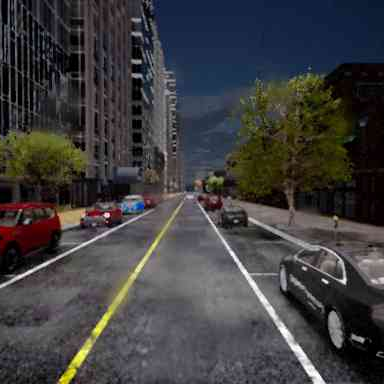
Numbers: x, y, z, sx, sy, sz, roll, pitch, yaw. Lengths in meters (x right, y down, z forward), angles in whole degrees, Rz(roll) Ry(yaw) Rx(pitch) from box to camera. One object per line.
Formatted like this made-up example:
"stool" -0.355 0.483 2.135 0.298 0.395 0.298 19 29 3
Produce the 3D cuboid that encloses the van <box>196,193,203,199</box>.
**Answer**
"van" 2.131 1.073 94.425 1.690 1.788 3.998 -1 0 0

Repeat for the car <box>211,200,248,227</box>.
"car" 2.571 1.481 21.744 2.008 1.369 4.403 -1 0 0

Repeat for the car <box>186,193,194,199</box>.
"car" -0.546 1.096 94.876 2.128 1.511 4.902 0 0 0

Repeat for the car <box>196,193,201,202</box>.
"car" 2.292 1.123 66.754 2.192 1.841 5.009 -1 0 0

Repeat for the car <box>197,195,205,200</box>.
"car" 2.201 1.344 83.357 1.802 1.307 4.206 -1 0 0

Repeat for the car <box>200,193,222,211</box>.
"car" 2.454 1.198 39.082 2.192 1.841 5.009 -1 0 0

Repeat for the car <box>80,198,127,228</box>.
"car" -5.834 1.407 21.711 1.967 1.590 4.097 -1 0 0

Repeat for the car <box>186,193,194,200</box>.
"car" -0.486 1.280 84.592 1.812 1.442 4.674 0 0 0

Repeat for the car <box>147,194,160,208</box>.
"car" -5.958 1.220 44.577 2.192 1.841 5.009 -1 0 0

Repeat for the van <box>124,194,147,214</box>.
"van" -5.894 1.276 33.508 1.690 1.788 3.998 -1 0 0

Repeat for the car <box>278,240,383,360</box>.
"car" 2.782 1.522 5.877 2.008 1.369 4.403 -1 0 0

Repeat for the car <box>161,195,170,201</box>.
"car" -6.147 1.340 77.616 1.752 1.417 4.829 -1 0 0

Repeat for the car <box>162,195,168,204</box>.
"car" -6.051 1.404 61.182 1.887 1.381 4.507 -1 0 0

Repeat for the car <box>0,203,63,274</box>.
"car" -5.862 1.312 10.641 2.192 1.841 5.009 -1 0 0

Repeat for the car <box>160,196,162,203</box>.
"car" -5.986 1.415 49.943 1.752 1.417 4.829 -1 0 0

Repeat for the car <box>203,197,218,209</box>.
"car" 2.425 1.393 44.787 1.752 1.417 4.829 -1 0 0

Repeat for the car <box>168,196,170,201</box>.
"car" -6.115 1.355 72.082 1.752 1.417 4.829 -1 0 0

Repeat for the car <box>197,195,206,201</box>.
"car" 2.233 1.343 77.823 1.947 1.339 4.313 -1 0 0
